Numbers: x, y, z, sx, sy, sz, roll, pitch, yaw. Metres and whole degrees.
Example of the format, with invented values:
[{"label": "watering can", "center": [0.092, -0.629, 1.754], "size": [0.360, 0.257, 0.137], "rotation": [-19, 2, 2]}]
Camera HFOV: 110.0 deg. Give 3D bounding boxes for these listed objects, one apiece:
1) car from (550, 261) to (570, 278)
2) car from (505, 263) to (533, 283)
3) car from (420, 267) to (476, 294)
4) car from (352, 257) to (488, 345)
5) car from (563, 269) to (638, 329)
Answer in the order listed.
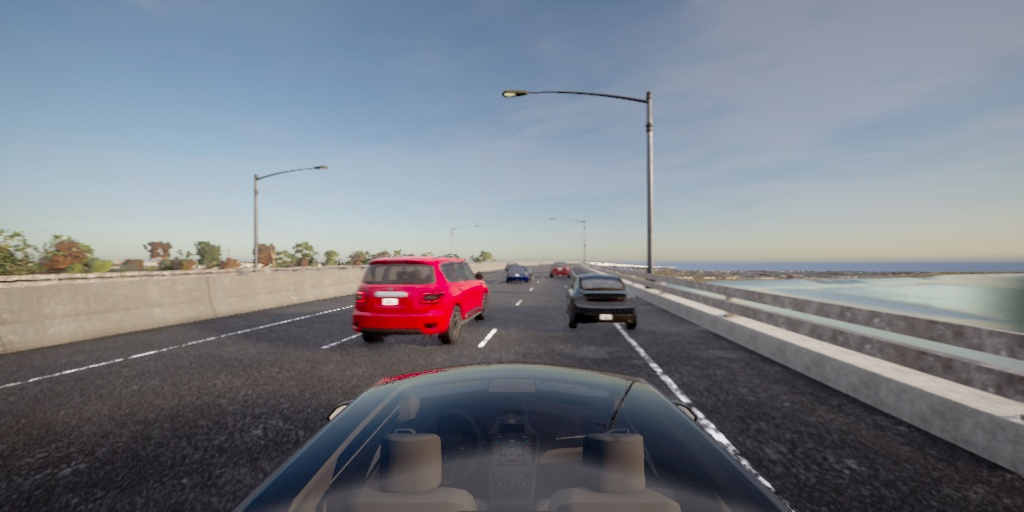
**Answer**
[{"label": "car", "center": [5.235, 1.410, 38.872], "size": [2.097, 1.767, 4.553], "rotation": [0, -1, 8]}, {"label": "car", "center": [0.719, 1.579, 31.738], "size": [1.994, 1.385, 4.181], "rotation": [0, -1, 8]}, {"label": "car", "center": [-3.959, 1.512, 23.366], "size": [2.033, 1.411, 5.357], "rotation": [0, -1, 8]}, {"label": "car", "center": [-2.157, 1.054, 10.007], "size": [2.150, 2.045, 5.566], "rotation": [0, -1, 7]}, {"label": "car", "center": [2.698, 1.327, 11.534], "size": [1.837, 1.490, 4.892], "rotation": [0, 0, 7]}]
